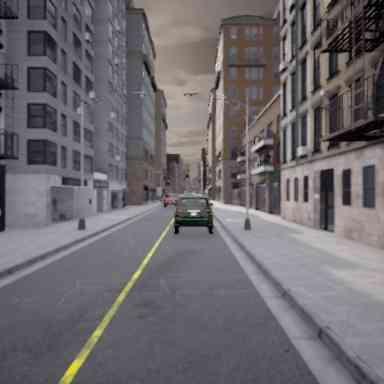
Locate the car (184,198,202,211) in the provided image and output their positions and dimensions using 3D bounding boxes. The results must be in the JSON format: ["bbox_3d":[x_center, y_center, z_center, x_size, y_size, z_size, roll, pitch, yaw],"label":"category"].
[{"bbox_3d":[0.086,1.496,41.099,2.128,1.511,4.902,0,0,0],"label":"car"}]

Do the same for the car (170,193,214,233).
[{"bbox_3d":[0.093,1.227,19.802,2.150,2.045,5.566,0,0,0],"label":"car"}]

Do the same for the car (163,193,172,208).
[{"bbox_3d":[-3.056,1.224,49.345,2.150,2.045,5.566,0,0,1],"label":"car"}]
